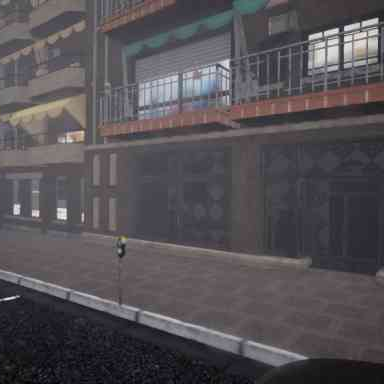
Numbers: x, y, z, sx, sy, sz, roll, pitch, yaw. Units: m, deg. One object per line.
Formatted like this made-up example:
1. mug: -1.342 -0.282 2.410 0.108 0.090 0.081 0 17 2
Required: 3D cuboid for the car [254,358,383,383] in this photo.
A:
1. car: 2.147 1.551 1.326 4.403 1.369 2.008 0 1 36
